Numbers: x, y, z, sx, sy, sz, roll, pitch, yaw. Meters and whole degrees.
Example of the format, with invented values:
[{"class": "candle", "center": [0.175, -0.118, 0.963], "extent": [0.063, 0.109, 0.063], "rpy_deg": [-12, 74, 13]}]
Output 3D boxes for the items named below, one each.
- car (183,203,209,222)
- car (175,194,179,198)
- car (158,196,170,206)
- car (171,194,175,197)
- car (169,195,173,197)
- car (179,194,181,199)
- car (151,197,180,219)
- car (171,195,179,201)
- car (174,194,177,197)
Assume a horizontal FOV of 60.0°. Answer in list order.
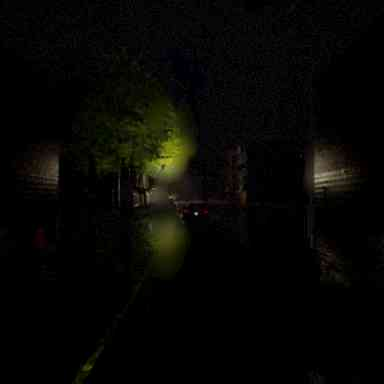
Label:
[{"class": "car", "center": [0.351, 1.568, 26.522], "extent": [1.994, 1.385, 4.181], "rpy_deg": [0, 0, 1]}, {"class": "car", "center": [-4.676, 1.640, 79.199], "extent": [1.802, 1.307, 4.206], "rpy_deg": [1, 0, 0]}, {"class": "car", "center": [-4.826, 1.539, 57.687], "extent": [1.752, 1.417, 4.829], "rpy_deg": [1, 0, 0]}, {"class": "car", "center": [-4.751, 1.572, 62.848], "extent": [2.008, 1.369, 4.403], "rpy_deg": [1, 0, 0]}, {"class": "car", "center": [-4.811, 1.561, 55.713], "extent": [2.008, 1.369, 4.403], "rpy_deg": [1, 0, 0]}, {"class": "car", "center": [-4.644, 1.391, 84.649], "extent": [2.192, 1.841, 5.009], "rpy_deg": [1, 0, 0]}, {"class": "car", "center": [-2.387, 1.479, 29.134], "extent": [1.882, 1.535, 5.008], "rpy_deg": [0, 0, 1]}, {"class": "car", "center": [-4.622, 1.536, 90.099], "extent": [1.967, 1.590, 4.097], "rpy_deg": [1, 0, 0]}, {"class": "car", "center": [-4.726, 1.597, 68.298], "extent": [1.947, 1.339, 4.313], "rpy_deg": [1, 0, 0]}]
